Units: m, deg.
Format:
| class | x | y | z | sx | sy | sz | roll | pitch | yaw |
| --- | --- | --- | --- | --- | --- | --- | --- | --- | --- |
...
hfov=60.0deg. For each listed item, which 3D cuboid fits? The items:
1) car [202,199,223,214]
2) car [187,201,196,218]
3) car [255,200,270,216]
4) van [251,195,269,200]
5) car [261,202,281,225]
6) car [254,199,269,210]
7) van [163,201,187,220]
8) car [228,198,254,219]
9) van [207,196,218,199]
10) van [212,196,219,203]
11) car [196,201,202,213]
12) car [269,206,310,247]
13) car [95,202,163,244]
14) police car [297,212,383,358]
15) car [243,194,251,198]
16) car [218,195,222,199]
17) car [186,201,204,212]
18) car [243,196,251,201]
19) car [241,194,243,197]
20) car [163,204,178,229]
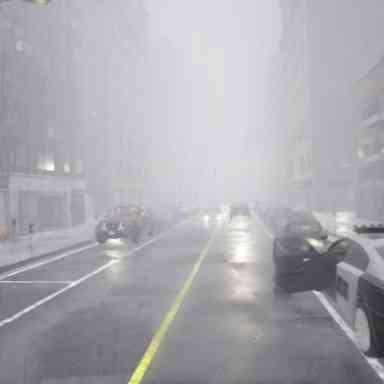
| class | x | y | z | sx | sy | sz | roll | pitch | yaw |
| --- | --- | --- | --- | --- | --- | --- | --- | --- | --- |
| car | 2.543 | 1.883 | 39.992 | 1.895 | 1.301 | 4.718 | -2 | 0 | 8 |
| car | -1.063 | 1.860 | 34.216 | 1.752 | 1.417 | 4.829 | -2 | 0 | 8 |
| car | 6.655 | 1.617 | 27.647 | 2.008 | 1.369 | 4.403 | -2 | 0 | 8 |
| van | 8.157 | 1.459 | 38.888 | 1.690 | 1.788 | 3.998 | -2 | 0 | 8 |
| car | 5.901 | 1.602 | 22.029 | 1.947 | 1.339 | 4.313 | -2 | -1 | 8 |
| car | 7.410 | 1.675 | 33.266 | 1.802 | 1.307 | 4.206 | -2 | 0 | 8 |
| van | -1.800 | 1.650 | 28.768 | 1.690 | 1.788 | 3.998 | -2 | -1 | 8 |
| car | 4.489 | 1.661 | 31.144 | 1.837 | 1.490 | 4.892 | -2 | 0 | 8 |
| van | 4.077 | 1.837 | 72.576 | 1.690 | 1.788 | 3.998 | -2 | 0 | 8 |
| van | 6.305 | 1.898 | 89.185 | 1.690 | 1.788 | 3.998 | -2 | 0 | 8 |
| car | -0.310 | 1.885 | 39.835 | 1.752 | 1.417 | 4.829 | -2 | 0 | 8 |
| car | 5.147 | 1.573 | 16.410 | 1.947 | 1.339 | 4.313 | -2 | -1 | 8 |
| car | -3.308 | 1.565 | 17.533 | 2.192 | 1.841 | 5.009 | -2 | -1 | 8 |
| police car | 3.437 | 1.385 | 5.958 | 1.930 | 1.638 | 5.238 | -2 | -1 | 8 |
| car | 12.529 | 1.693 | 71.460 | 1.967 | 1.590 | 4.097 | -2 | 0 | 8 |
| car | 5.562 | 1.853 | 83.649 | 2.192 | 1.841 | 5.009 | -2 | 0 | 8 |
| car | 0.467 | 1.934 | 45.620 | 2.008 | 1.369 | 4.403 | -2 | 0 | 8 |
| car | 15.502 | 1.881 | 93.602 | 2.008 | 1.369 | 4.403 | -2 | 0 | 8 |
| car | 14.011 | 1.610 | 82.532 | 2.192 | 1.841 | 5.009 | -2 | 0 | 8 |
| car | -2.548 | 1.830 | 23.148 | 2.008 | 1.369 | 4.403 | -2 | -1 | 8 |
